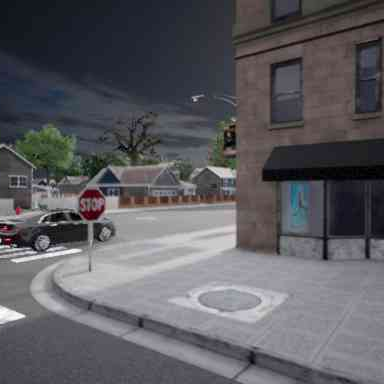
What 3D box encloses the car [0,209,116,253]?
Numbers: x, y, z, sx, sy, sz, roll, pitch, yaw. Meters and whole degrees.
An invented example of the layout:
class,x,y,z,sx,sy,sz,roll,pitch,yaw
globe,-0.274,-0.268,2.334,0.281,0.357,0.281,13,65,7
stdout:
class,x,y,z,sx,sy,sz,roll,pitch,yaw
car,-5.343,1.460,13.710,1.837,1.490,4.892,0,0,36
